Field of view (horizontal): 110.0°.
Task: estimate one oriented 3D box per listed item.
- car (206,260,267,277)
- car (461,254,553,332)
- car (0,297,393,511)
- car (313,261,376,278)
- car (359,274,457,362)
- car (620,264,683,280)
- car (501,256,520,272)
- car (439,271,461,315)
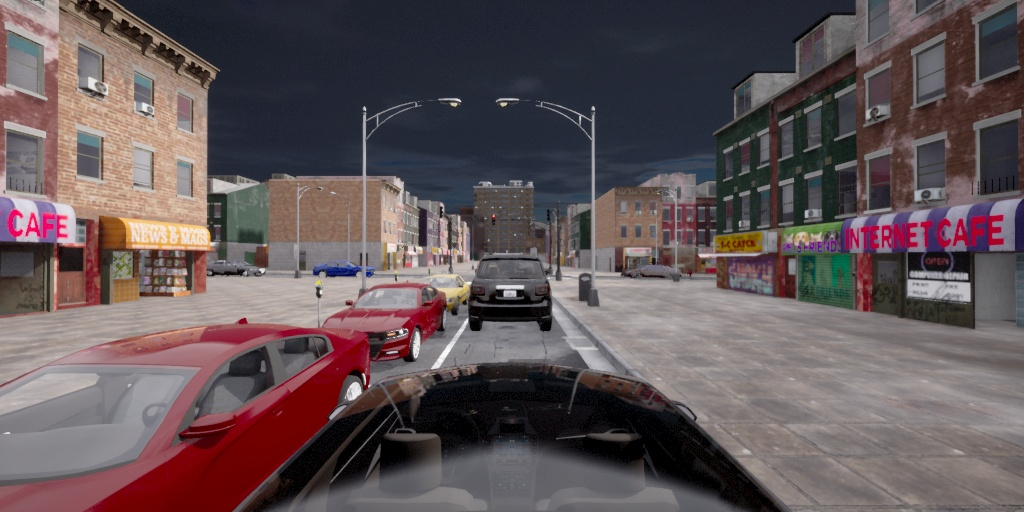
[{"bbox_3d":[-23.856,1.102,30.792,4.902,1.511,2.128,0,0,0],"label":"car"},{"bbox_3d":[-0.019,0.976,11.056,2.150,2.045,5.566,0,0,1],"label":"car"},{"bbox_3d":[-2.636,1.295,2.741,1.888,1.381,4.507,0,0,0],"label":"car"},{"bbox_3d":[-14.357,1.156,30.828,5.008,1.535,1.882,0,0,-1],"label":"car"},{"bbox_3d":[-2.631,1.298,8.235,1.888,1.381,4.507,0,0,0],"label":"car"},{"bbox_3d":[13.141,1.498,33.896,5.357,1.411,2.033,1,0,0],"label":"car"},{"bbox_3d":[-0.099,1.038,47.813,2.150,2.045,5.566,0,0,3],"label":"car"},{"bbox_3d":[-2.626,1.283,13.559,1.751,1.417,4.829,0,0,0],"label":"car"}]
